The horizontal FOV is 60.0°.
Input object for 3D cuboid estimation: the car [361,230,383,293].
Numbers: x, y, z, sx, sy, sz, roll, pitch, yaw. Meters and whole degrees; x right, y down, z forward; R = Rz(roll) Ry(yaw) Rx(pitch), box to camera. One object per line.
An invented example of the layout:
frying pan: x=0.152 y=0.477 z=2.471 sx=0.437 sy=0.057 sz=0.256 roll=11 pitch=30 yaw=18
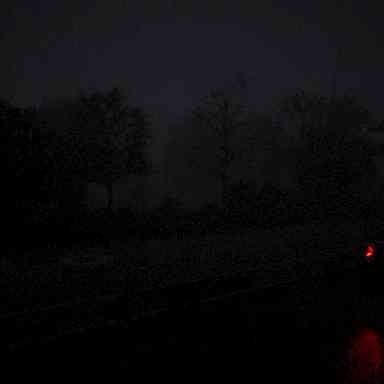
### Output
car: x=5.929 y=1.364 z=7.673 sx=4.553 sy=1.767 sz=2.097 roll=0 pitch=0 yaw=-35
